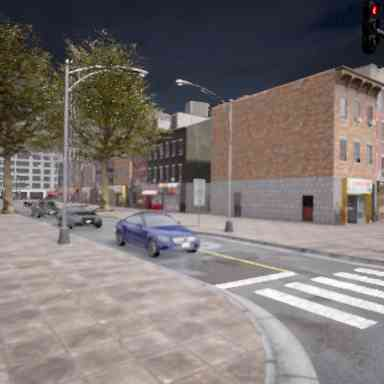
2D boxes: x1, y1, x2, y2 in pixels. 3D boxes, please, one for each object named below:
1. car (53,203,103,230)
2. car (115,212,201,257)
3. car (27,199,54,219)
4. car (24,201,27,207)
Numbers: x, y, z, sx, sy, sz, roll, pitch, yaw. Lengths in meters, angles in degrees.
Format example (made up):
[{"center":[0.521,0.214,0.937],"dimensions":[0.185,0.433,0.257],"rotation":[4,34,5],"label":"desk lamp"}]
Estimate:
[{"center":[-7.305,1.583,21.510],"dimensions":[1.994,1.385,4.181],"rotation":[1,-1,-35],"label":"car"},{"center":[-1.547,1.560,13.326],"dimensions":[1.812,1.442,4.674],"rotation":[1,0,-35],"label":"car"},{"center":[-13.142,1.515,29.806],"dimensions":[1.837,1.490,4.892],"rotation":[1,0,-35],"label":"car"},{"center":[-24.368,1.642,50.842],"dimensions":[1.895,1.301,4.718],"rotation":[1,-1,-35],"label":"car"}]
